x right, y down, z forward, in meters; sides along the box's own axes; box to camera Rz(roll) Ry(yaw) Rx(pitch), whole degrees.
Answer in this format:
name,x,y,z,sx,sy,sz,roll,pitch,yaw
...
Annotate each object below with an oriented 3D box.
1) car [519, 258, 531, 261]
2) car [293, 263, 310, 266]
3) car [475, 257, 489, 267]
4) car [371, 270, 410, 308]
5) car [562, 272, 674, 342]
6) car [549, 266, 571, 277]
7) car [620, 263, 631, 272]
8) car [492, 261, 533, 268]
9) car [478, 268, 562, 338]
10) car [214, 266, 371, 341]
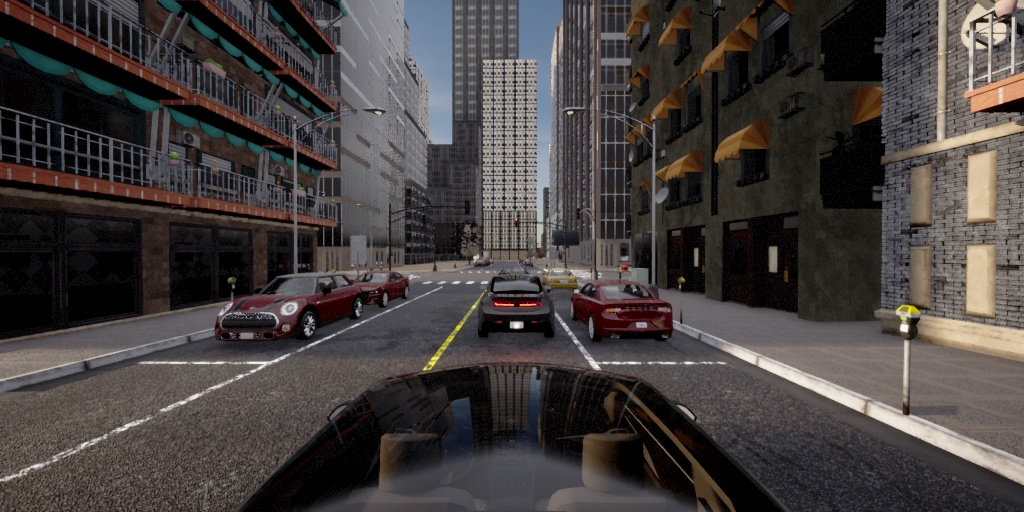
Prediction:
name,x,y,z,sx,sy,sz,roll,pitch,yaw
car,2.736,1.187,64.234,1.967,1.591,4.097,0,0,0
car,-23.806,1.495,39.550,4.097,1.591,1.967,0,0,0
car,-5.644,1.292,64.242,1.888,1.381,4.507,0,0,0
car,-5.682,1.293,15.205,1.888,1.381,4.507,0,0,0
car,2.695,1.294,9.661,1.888,1.381,4.507,0,0,0
car,2.703,1.273,20.878,1.751,1.417,4.829,0,0,0
car,14.291,1.006,39.842,4.507,1.381,1.888,0,0,0
car,0.113,1.239,20.346,2.128,1.511,4.902,0,0,0
car,0.106,1.254,10.212,1.837,1.490,4.892,0,0,0
car,-5.686,1.189,9.682,1.967,1.591,4.097,0,0,0
